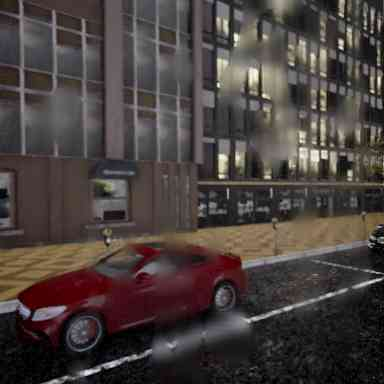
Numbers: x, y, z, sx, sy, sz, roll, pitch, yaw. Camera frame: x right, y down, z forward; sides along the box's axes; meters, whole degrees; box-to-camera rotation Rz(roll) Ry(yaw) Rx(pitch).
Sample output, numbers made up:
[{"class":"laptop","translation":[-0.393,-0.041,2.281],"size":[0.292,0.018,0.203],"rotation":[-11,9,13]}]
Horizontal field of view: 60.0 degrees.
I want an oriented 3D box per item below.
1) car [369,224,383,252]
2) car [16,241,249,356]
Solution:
[{"class":"car","translation":[8.426,1.563,12.639],"size":[4.403,1.369,2.008],"rotation":[0,-1,-36]},{"class":"car","translation":[-0.804,1.595,6.004],"size":[4.206,1.307,1.802],"rotation":[0,-1,-36]}]
